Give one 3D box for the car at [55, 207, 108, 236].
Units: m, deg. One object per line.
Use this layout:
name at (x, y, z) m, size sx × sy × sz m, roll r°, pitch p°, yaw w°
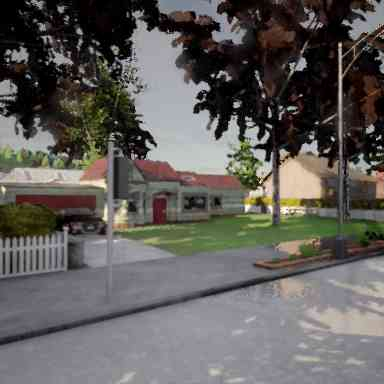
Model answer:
car at (-5.775, 1.452, 16.592) m, size 1.994 × 1.381 × 4.181 m, roll 1°, pitch -1°, yaw -37°
